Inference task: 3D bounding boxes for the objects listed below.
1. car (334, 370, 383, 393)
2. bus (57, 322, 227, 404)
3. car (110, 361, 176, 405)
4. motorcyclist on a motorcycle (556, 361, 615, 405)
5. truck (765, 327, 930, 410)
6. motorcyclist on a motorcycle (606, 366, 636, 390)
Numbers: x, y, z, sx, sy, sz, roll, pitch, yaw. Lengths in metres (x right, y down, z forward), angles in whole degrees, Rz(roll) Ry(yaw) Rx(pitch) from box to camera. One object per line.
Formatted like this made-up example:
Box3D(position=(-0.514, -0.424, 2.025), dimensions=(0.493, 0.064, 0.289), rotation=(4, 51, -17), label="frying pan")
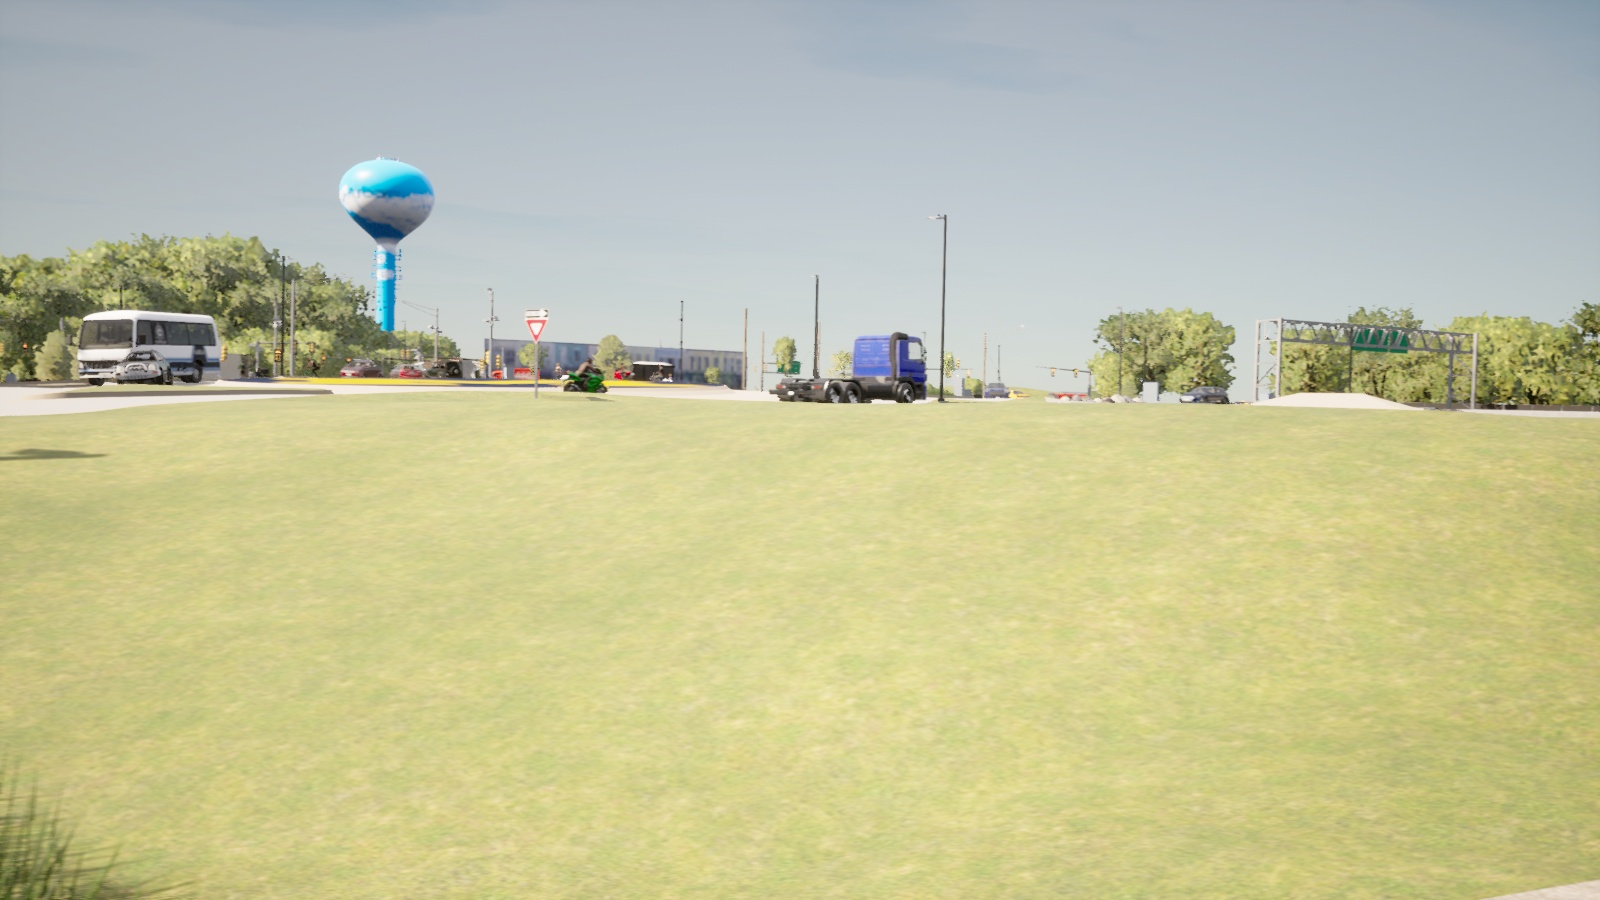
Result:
Box3D(position=(-30.910, -4.830, 88.073), dimensions=(1.789, 1.549, 3.705), rotation=(2, 4, 7), label="car")
Box3D(position=(-37.848, -5.058, 72.857), dimensions=(3.944, 4.253, 10.273), rotation=(-3, 4, 2), label="bus")
Box3D(position=(-30.919, -3.169, 59.212), dimensions=(1.932, 1.855, 4.605), rotation=(-6, 5, -19), label="car")
Box3D(position=(-7.765, -2.418, 45.577), dimensions=(0.797, 1.523, 2.044), rotation=(1, 1, 41), label="motorcyclist on a motorcycle")
Box3D(position=(2.251, -3.619, 56.102), dimensions=(2.891, 3.462, 7.936), rotation=(2, 4, 42), label="truck")
Box3D(position=(-11.724, -4.728, 82.171), dimensions=(2.044, 1.523, 0.797), rotation=(3, 3, 41), label="motorcyclist on a motorcycle")
